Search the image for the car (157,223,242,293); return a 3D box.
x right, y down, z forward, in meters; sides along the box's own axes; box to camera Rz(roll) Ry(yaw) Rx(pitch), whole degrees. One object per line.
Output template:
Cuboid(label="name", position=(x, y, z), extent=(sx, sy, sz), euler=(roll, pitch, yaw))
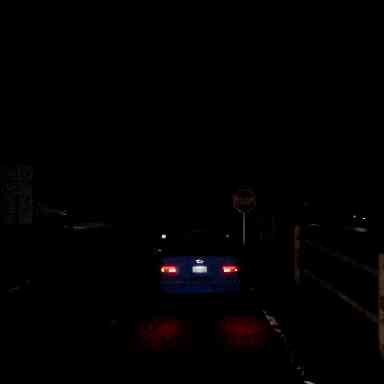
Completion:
Cuboid(label="car", position=(0.109, 1.549, 8.970), extent=(2.033, 1.411, 5.357), euler=(0, 0, -1))

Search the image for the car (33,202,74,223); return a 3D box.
Cuboid(label="car", position=(-10.210, 1.368, 21.957), extent=(4.674, 1.442, 1.812), euler=(1, -1, 1))

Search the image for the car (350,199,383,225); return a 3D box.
Cuboid(label="car", position=(14.806, 1.507, 24.593), extent=(5.566, 2.045, 2.150), euler=(1, -1, 1))
